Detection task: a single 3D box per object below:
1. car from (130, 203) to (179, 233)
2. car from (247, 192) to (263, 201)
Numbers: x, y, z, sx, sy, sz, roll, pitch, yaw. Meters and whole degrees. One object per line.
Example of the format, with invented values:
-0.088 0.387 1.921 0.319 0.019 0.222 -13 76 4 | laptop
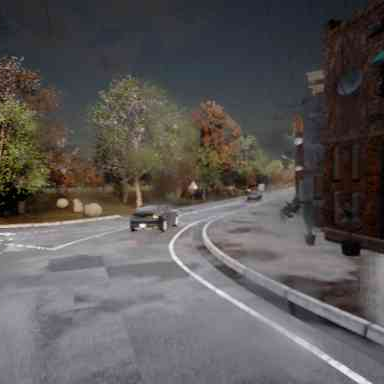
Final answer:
-2.068 1.429 19.363 1.837 1.490 4.892 -1 1 11 | car
10.207 0.667 53.730 2.128 1.511 4.902 0 1 21 | car
